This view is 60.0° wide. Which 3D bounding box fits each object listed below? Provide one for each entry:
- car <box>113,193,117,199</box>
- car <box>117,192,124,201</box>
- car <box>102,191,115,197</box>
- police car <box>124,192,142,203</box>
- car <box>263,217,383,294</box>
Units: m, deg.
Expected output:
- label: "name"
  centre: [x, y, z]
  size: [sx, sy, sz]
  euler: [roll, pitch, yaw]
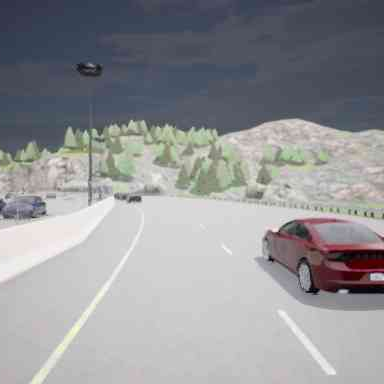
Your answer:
- label: "car"
  centre: [-14.490, 0.778, 67.529]
  size: [1.837, 1.490, 4.892]
  euler: [0, 1, -22]
- label: "car"
  centre: [-12.280, 0.837, 61.801]
  size: [1.837, 1.490, 4.892]
  euler: [0, 1, -20]
- label: "car"
  centre: [-21.352, 0.518, 84.900]
  size: [2.033, 1.411, 5.357]
  euler: [-1, 1, -28]
- label: "police car"
  centre: [-9.057, 0.856, 52.205]
  size: [1.930, 1.638, 5.238]
  euler: [0, 1, -17]
- label: "car"
  centre: [3.251, 1.370, 8.530]
  size: [1.882, 1.535, 5.008]
  euler: [0, 1, -3]
